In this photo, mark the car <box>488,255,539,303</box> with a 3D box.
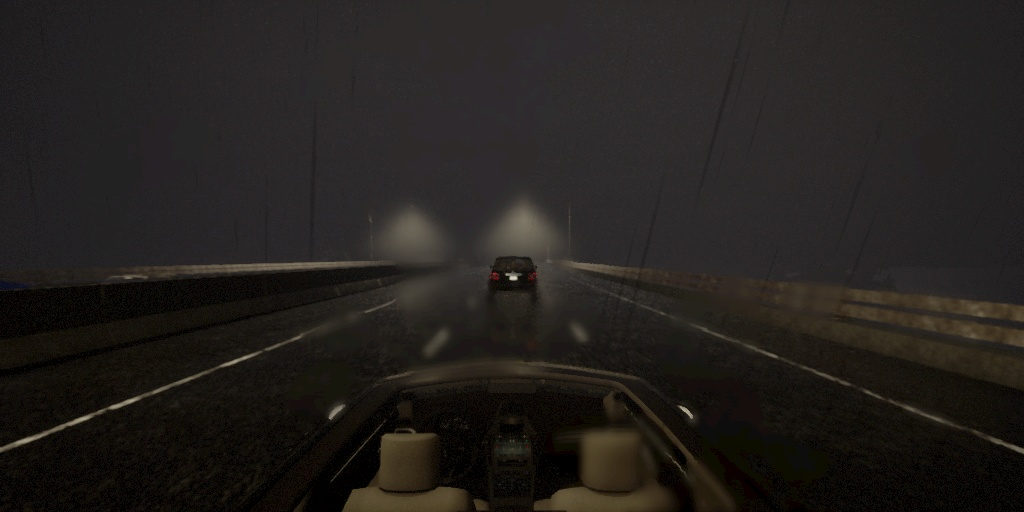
[{"bbox_3d":[0.090,0.993,17.052,2.150,2.045,5.566,0,0,1],"label":"car"}]

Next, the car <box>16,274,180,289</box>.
[{"bbox_3d":[-14.036,1.356,13.251,1.895,1.301,4.718,0,0,1],"label":"car"}]

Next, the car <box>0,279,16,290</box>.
[{"bbox_3d":[-17.559,1.274,10.617,1.812,1.442,4.674,0,0,0],"label":"car"}]
